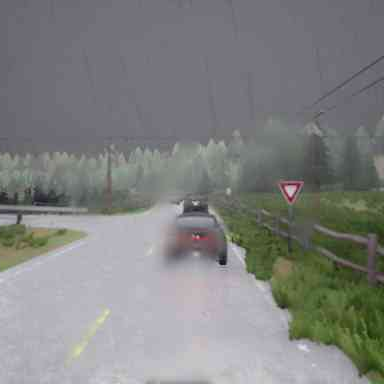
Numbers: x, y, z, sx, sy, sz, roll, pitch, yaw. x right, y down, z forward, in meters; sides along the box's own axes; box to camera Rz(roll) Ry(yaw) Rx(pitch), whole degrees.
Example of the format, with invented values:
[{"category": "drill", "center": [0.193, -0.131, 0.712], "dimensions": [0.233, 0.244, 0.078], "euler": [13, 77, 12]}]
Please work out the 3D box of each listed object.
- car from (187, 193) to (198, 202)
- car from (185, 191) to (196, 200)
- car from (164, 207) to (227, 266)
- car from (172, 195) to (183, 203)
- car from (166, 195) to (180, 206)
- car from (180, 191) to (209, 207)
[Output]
[{"category": "car", "center": [0.155, 1.116, 71.069], "dimensions": [2.097, 1.767, 4.553], "euler": [0, 0, -3]}, {"category": "car", "center": [-0.473, 0.794, 81.188], "dimensions": [2.150, 2.045, 5.566], "euler": [0, 0, -5]}, {"category": "car", "center": [0.127, 1.466, 11.326], "dimensions": [1.837, 1.490, 4.892], "euler": [0, 0, 0]}, {"category": "car", "center": [-2.894, 1.283, 66.391], "dimensions": [2.128, 1.511, 4.902], "euler": [0, 0, -1]}, {"category": "car", "center": [-2.825, 1.339, 50.863], "dimensions": [1.837, 1.490, 4.892], "euler": [0, 0, 1]}, {"category": "car", "center": [0.341, 1.123, 30.631], "dimensions": [2.150, 2.045, 5.566], "euler": [0, 0, 1]}]
